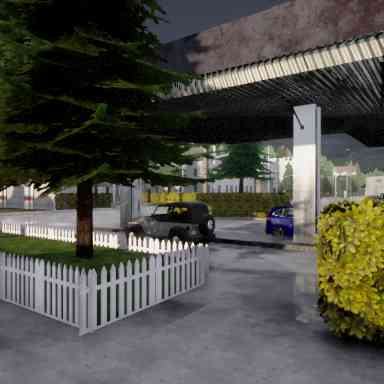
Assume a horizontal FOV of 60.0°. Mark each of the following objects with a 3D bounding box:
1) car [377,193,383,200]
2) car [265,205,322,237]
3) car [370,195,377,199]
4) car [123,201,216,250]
[{"bbox_3d":[25.852,1.077,43.466,1.905,1.878,3.866,0,0,35],"label":"car"},{"bbox_3d":[5.896,1.480,15.932,4.611,1.667,2.242,0,0,35],"label":"car"},{"bbox_3d":[33.116,1.298,60.206,2.007,1.523,4.514,0,0,35],"label":"car"},{"bbox_3d":[-0.905,1.313,13.783,3.866,1.878,1.905,0,0,35],"label":"car"}]
